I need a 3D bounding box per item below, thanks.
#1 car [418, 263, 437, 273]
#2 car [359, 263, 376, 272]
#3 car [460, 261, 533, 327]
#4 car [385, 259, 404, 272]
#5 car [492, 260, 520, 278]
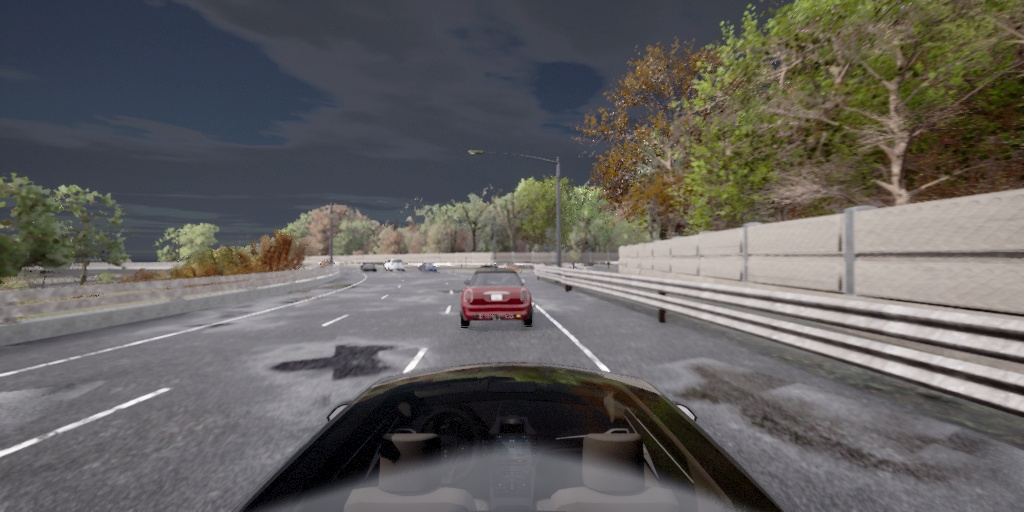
[{"bbox_3d":[-12.517,1.731,52.932,2.033,1.411,5.357,0,0,-27],"label":"car"},{"bbox_3d":[-23.265,1.829,57.747,1.994,1.385,4.181,0,-1,-32],"label":"car"},{"bbox_3d":[-0.561,1.182,12.056,2.097,1.767,4.553,0,0,-4],"label":"car"},{"bbox_3d":[-18.731,1.462,57.088,2.150,2.045,5.566,0,-1,-30],"label":"car"},{"bbox_3d":[-0.588,1.387,39.708,2.097,1.767,4.553,0,0,13],"label":"car"}]
